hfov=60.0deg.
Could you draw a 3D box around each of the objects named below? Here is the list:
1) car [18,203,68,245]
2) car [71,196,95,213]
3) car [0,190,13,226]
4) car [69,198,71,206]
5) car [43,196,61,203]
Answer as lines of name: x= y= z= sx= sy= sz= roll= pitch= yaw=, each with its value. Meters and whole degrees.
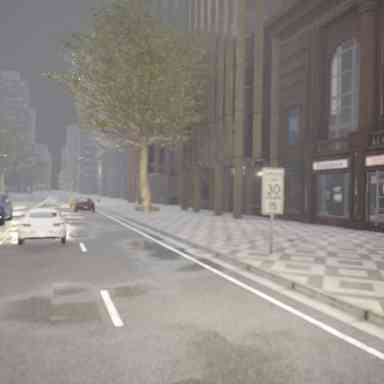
car: x=-6.666 y=1.418 z=15.009 sx=1.812 sy=1.442 sz=4.674 roll=1 pitch=0 yaw=-22
car: x=-11.203 y=1.305 z=34.584 sx=1.882 sy=1.535 sz=5.008 roll=1 pitch=0 yaw=-22
car: x=-13.057 y=1.006 z=21.587 sx=2.150 sy=2.045 sz=5.566 roll=1 pitch=0 yaw=-22
car: x=-15.684 y=1.235 z=45.618 sx=1.882 sy=1.535 sz=5.008 roll=1 pitch=0 yaw=-22
car: x=-17.488 y=1.248 z=41.648 sx=1.812 sy=1.442 sz=4.674 roll=1 pitch=0 yaw=-22
